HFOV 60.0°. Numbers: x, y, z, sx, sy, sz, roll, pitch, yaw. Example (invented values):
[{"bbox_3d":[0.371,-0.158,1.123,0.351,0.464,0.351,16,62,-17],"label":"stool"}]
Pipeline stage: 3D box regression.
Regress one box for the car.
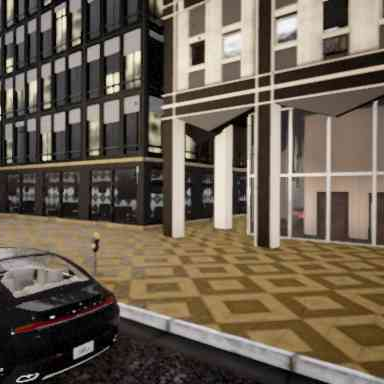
[{"bbox_3d":[-2.993,1.524,5.006,4.403,1.369,2.008,0,0,35],"label":"car"}]
